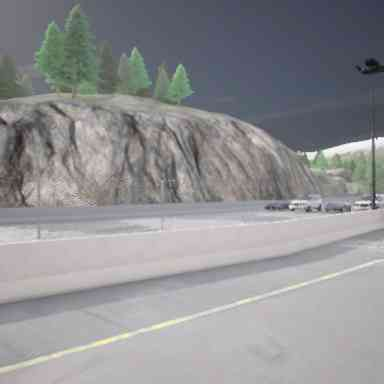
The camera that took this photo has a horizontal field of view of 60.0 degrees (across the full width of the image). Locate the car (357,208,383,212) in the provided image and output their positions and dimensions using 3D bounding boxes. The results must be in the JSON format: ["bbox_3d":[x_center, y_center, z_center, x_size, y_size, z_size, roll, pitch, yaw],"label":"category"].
[{"bbox_3d":[19.213,1.301,35.547,2.150,2.045,5.566,-1,0,43],"label":"car"}]
